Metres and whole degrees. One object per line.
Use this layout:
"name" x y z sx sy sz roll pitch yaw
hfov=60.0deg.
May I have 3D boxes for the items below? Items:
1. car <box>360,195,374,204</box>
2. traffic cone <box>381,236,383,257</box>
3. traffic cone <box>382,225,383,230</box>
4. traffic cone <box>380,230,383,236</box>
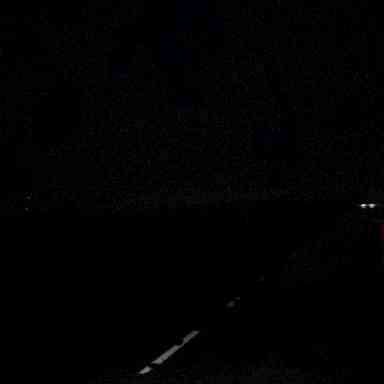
"car" 29.153 1.286 55.297 2.033 1.411 5.357 -2 -1 29
"traffic cone" 6.572 1.879 11.174 0.340 0.580 0.340 -2 -1 29
"traffic cone" 8.508 1.859 14.674 0.340 0.580 0.340 -2 -1 29
"traffic cone" 7.540 1.869 12.924 0.340 0.580 0.340 -2 -1 29
